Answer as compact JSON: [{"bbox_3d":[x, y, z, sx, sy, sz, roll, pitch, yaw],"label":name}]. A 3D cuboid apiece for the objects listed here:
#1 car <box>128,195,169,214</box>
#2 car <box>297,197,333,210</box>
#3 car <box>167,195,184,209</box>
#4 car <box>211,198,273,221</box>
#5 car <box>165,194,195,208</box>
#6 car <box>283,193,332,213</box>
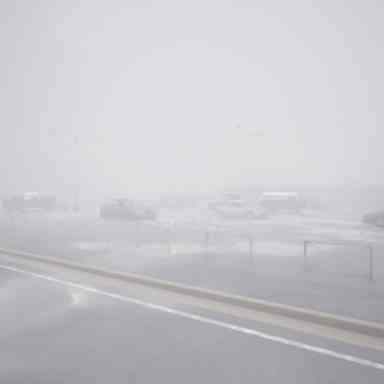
[{"bbox_3d":[-5.133,1.409,38.876,3.806,1.475,1.970,0,0,36],"label":"car"},{"bbox_3d":[15.294,1.370,41.477,3.905,1.438,1.784,0,0,36],"label":"car"},{"bbox_3d":[-3.444,1.378,41.228,3.905,1.438,1.784,0,0,36],"label":"car"},{"bbox_3d":[3.771,1.402,25.383,3.806,1.475,1.970,0,0,36],"label":"car"},{"bbox_3d":[-1.920,1.167,43.437,4.605,1.855,1.932,0,0,36],"label":"car"},{"bbox_3d":[13.552,1.160,39.162,4.605,1.855,1.932,0,0,36],"label":"car"}]
